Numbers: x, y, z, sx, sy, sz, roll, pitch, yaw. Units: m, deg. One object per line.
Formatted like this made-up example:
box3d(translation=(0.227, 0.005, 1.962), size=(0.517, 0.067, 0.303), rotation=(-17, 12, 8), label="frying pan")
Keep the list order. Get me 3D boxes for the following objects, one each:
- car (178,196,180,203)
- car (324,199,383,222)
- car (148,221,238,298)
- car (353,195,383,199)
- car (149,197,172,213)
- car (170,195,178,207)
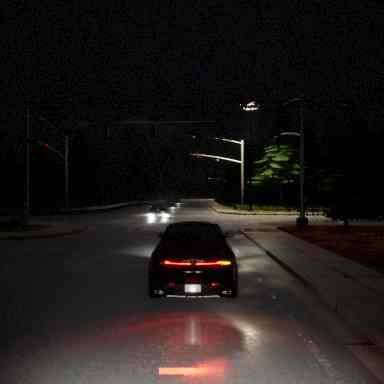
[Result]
box3d(translation=(-3.439, 1.506, 69.252), size=(1.837, 1.490, 4.892), rotation=(0, 0, 1), label="car")
box3d(translation=(12.870, 1.531, 25.920), size=(4.892, 1.490, 1.837), rotation=(0, 0, 0), label="car")
box3d(translation=(0.036, 1.501, 8.481), size=(1.837, 1.490, 4.892), rotation=(0, 0, 0), label="car")
box3d(translation=(15.558, 1.248, 29.621), size=(5.566, 2.045, 2.150), rotation=(0, 0, 1), label="car")
box3d(translation=(-3.653, 1.601, 37.474), size=(1.895, 1.301, 4.718), rotation=(0, 0, 0), label="car")
box3d(translation=(-3.657, 1.505, 51.329), size=(1.837, 1.490, 4.892), rotation=(0, 0, 0), label="car")
